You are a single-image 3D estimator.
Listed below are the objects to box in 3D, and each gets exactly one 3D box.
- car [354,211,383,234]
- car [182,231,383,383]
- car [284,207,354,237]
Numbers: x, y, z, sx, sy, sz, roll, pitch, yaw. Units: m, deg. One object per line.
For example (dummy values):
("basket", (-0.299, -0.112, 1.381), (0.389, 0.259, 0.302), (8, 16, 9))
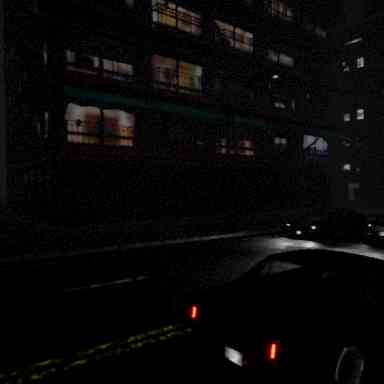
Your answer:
("car", (9.632, 1.411, 14.859), (4.902, 1.511, 2.128), (0, 0, -37))
("car", (2.270, 1.578, 5.112), (4.718, 1.301, 1.895), (0, 0, -36))
("car", (7.054, 1.474, 16.975), (5.357, 1.411, 2.033), (0, 0, -37))
